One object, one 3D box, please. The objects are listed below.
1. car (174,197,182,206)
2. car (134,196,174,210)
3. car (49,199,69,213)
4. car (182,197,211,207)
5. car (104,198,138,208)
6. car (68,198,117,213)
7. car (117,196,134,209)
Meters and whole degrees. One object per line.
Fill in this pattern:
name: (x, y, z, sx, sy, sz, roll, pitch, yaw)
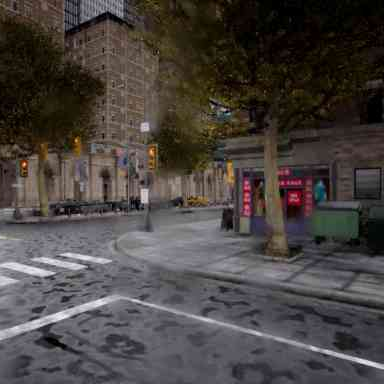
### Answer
car: (-1.780, 1.478, 54.134, 1.882, 1.535, 5.008, 0, 0, 36)
car: (-4.932, 1.505, 43.818, 1.837, 1.490, 4.892, 0, 0, 36)
car: (-13.845, 1.505, 37.466, 1.837, 1.490, 4.892, 0, 0, 36)
car: (1.077, 1.478, 52.106, 1.882, 1.535, 5.008, 0, 0, 36)
car: (-10.172, 1.595, 47.925, 1.895, 1.301, 4.718, 0, 0, 36)
car: (-10.663, 1.564, 35.893, 1.994, 1.385, 4.181, 0, 0, 36)
car: (-7.899, 1.352, 45.690, 2.097, 1.767, 4.553, 0, 0, 36)
